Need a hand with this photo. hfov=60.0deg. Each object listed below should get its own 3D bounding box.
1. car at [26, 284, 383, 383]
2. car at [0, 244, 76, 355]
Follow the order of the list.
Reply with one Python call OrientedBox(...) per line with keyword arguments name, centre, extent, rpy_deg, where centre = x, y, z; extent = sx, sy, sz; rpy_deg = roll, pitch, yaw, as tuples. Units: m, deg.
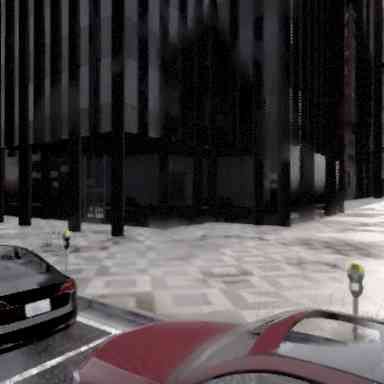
OrientedBox(name="car", centre=(0.830, 1.583, 2.368), extent=(4.206, 1.307, 1.802), rpy_deg=(0, 0, 35))
OrientedBox(name="car", centre=(-3.730, 1.574, 5.621), extent=(4.313, 1.339, 1.947), rpy_deg=(0, 0, 35))
